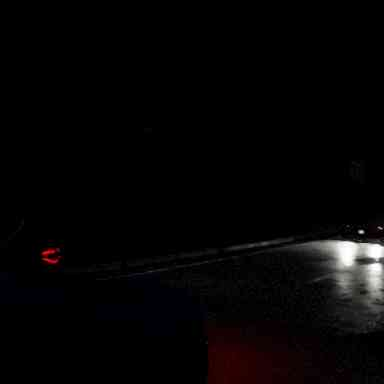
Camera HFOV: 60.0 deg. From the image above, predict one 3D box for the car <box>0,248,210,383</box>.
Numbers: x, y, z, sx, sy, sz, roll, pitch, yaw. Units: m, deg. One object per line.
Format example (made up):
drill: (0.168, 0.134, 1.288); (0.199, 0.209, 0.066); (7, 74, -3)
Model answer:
car: (-2.152, 1.494, 2.570); (5.008, 1.535, 1.882); (0, 0, -36)

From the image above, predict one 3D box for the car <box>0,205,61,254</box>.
car: (-4.846, 1.254, 4.937); (5.566, 2.045, 2.150); (0, 0, -35)

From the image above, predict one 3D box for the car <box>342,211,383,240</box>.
car: (9.073, 1.617, 16.331); (4.181, 1.385, 1.994); (0, 0, -43)
